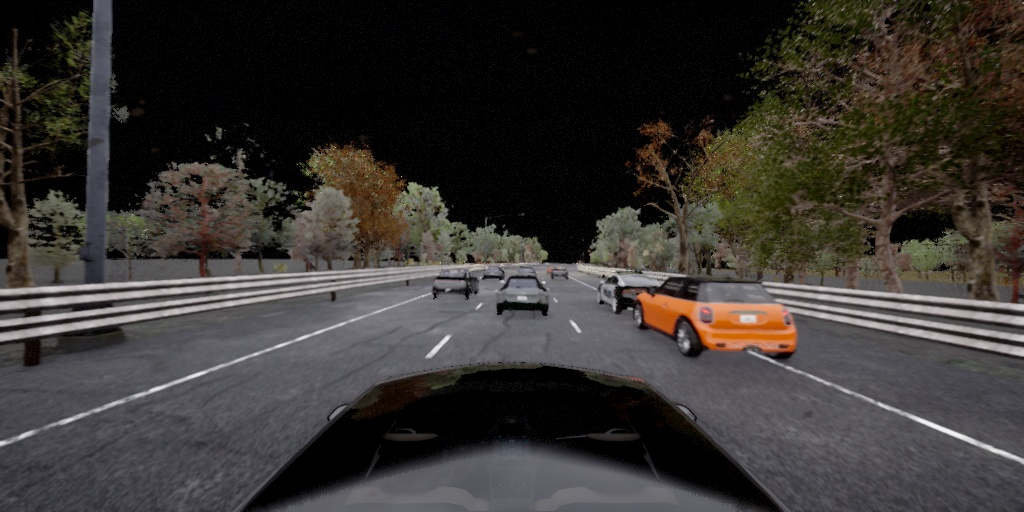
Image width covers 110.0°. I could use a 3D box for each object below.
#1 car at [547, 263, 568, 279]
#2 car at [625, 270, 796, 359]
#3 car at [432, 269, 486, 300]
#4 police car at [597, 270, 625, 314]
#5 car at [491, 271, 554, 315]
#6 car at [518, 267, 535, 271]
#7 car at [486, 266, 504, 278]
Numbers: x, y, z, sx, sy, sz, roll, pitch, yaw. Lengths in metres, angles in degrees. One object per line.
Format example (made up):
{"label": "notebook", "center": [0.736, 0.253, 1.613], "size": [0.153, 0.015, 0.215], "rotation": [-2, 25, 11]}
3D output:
{"label": "car", "center": [5.326, 1.838, 40.795], "size": [2.128, 1.511, 4.902], "rotation": [1, -1, 5]}
{"label": "car", "center": [4.680, 1.267, 9.128], "size": [2.097, 1.767, 4.553], "rotation": [1, -1, 2]}
{"label": "car", "center": [-2.882, 1.423, 19.128], "size": [2.128, 1.511, 4.902], "rotation": [1, -1, 2]}
{"label": "police car", "center": [4.890, 1.423, 15.187], "size": [1.930, 1.638, 5.238], "rotation": [1, -1, 2]}
{"label": "car", "center": [0.440, 1.487, 14.674], "size": [1.994, 1.385, 4.181], "rotation": [1, -1, 2]}
{"label": "car", "center": [1.298, 1.718, 32.320], "size": [2.033, 1.411, 5.357], "rotation": [1, -1, 3]}
{"label": "car", "center": [-1.850, 1.760, 37.772], "size": [1.994, 1.385, 4.181], "rotation": [1, -1, 4]}
